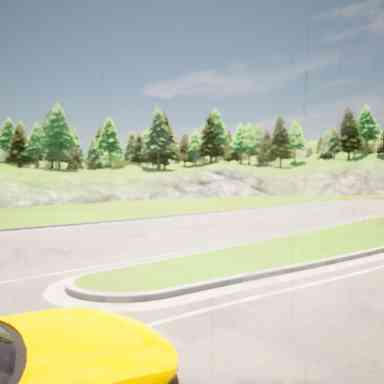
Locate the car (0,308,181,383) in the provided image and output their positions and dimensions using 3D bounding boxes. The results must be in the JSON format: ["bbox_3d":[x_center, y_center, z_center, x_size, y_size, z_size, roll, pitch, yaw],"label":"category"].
[{"bbox_3d":[-2.381,1.495,1.958,5.008,1.535,1.882,-1,1,-34],"label":"car"}]
